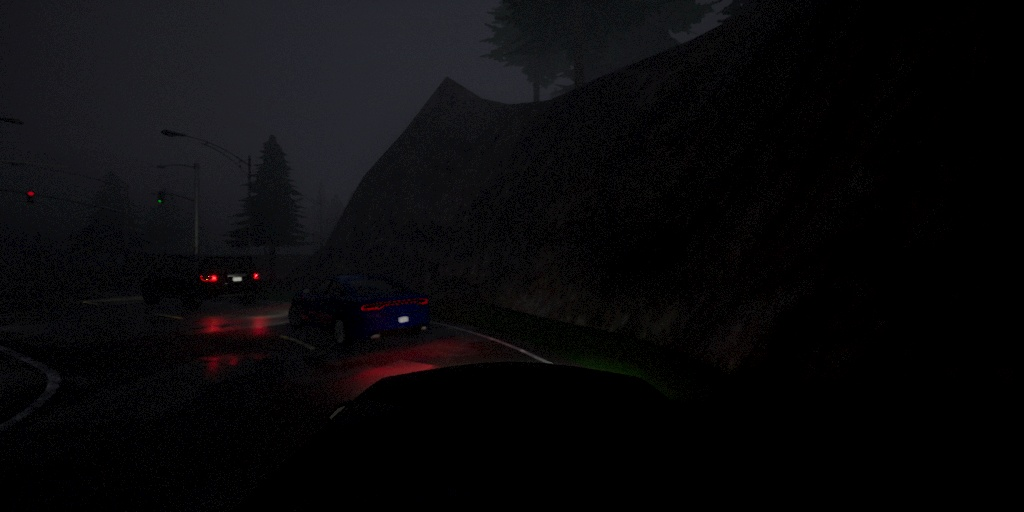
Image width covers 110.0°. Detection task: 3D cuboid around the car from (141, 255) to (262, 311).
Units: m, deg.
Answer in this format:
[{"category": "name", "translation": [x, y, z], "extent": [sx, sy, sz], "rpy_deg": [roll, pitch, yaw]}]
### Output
[{"category": "car", "translation": [-12.694, 0.967, 14.655], "extent": [5.566, 2.045, 2.150], "rpy_deg": [0, 0, 27]}]

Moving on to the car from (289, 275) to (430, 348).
[{"category": "car", "translation": [-4.159, 1.225, 9.453], "extent": [5.008, 1.535, 1.882], "rpy_deg": [0, 0, 43]}]
